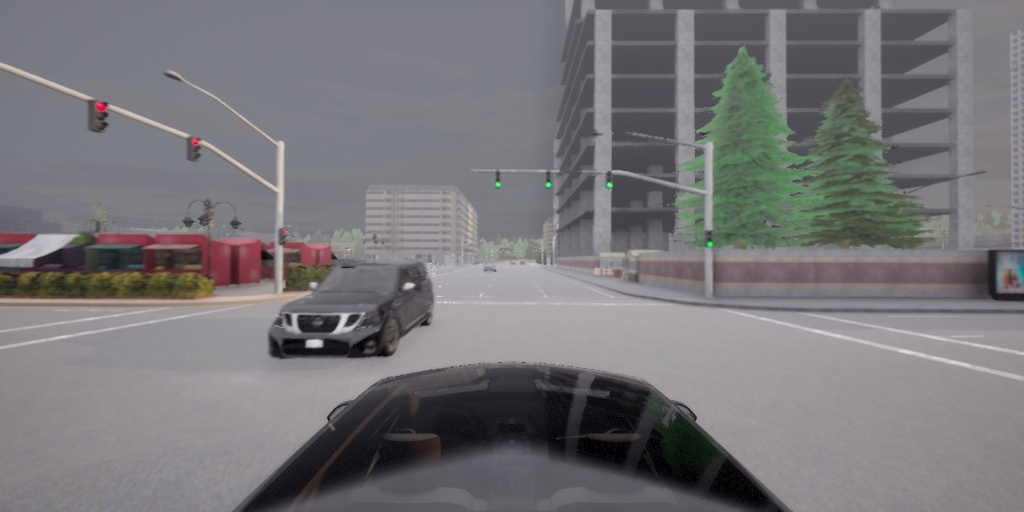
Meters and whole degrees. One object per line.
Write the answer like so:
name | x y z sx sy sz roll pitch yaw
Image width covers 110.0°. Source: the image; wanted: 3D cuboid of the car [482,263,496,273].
car | -3.288 1.777 52.919 1.812 1.442 4.674 0 0 0

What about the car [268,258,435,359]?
car | -3.468 1.152 9.075 2.150 2.045 5.566 0 1 0
